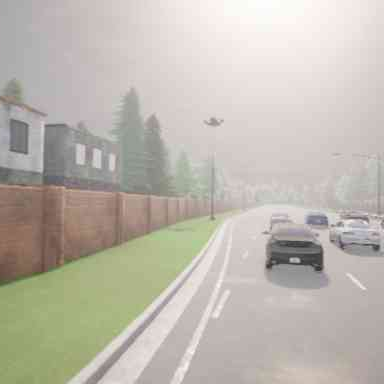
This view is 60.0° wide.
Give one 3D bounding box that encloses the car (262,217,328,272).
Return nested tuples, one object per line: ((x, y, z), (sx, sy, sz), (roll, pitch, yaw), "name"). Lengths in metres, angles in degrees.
((3.756, 1.944, 12.625), (1.837, 1.490, 4.892), (1, -2, 14), "car")

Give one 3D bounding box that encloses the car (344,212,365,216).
((15.742, 2.700, 32.508), (1.882, 1.535, 5.008), (1, -2, 14), "car")

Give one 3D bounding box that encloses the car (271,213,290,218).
((7.409, 2.488, 27.866), (2.033, 1.411, 5.357), (1, -2, 14), "car")

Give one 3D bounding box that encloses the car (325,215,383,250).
((8.653, 2.204, 17.932), (1.812, 1.442, 4.674), (1, -2, 14), "car")

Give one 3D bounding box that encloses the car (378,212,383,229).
((18.773, 2.700, 30.156), (2.128, 1.511, 4.902), (1, -2, 14), "car")

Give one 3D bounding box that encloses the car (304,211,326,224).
((12.338, 2.662, 33.321), (1.882, 1.535, 5.008), (1, -2, 14), "car")
